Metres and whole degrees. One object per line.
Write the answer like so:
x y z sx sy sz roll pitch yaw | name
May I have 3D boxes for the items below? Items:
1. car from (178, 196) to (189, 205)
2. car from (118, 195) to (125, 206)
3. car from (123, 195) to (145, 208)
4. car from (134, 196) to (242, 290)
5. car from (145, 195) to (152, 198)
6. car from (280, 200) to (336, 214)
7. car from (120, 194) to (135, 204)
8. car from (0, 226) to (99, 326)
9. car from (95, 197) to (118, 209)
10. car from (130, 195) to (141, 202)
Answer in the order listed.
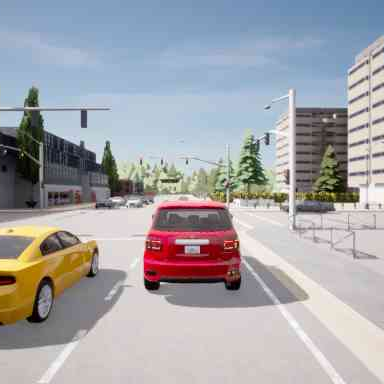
-1.514 1.525 59.094 1.812 1.442 4.674 0 0 -1 | car
-12.035 1.526 53.789 1.812 1.442 4.674 0 0 -1 | car
-8.385 1.526 48.657 1.812 1.442 4.674 0 0 -1 | car
0.011 1.221 9.196 2.150 2.045 5.566 0 0 0 | car
-8.653 1.505 58.741 1.837 1.490 4.892 0 0 -1 | car
12.066 1.547 34.671 5.357 1.411 2.033 0 0 -2 | car
-12.269 1.352 63.705 2.097 1.767 4.553 0 0 -1 | car
-3.482 1.478 7.207 1.882 1.535 5.008 0 0 0 | car
-11.796 1.564 45.354 1.994 1.385 4.181 0 0 -2 | car
-12.510 1.500 73.928 1.837 1.490 4.892 0 0 -2 | car
